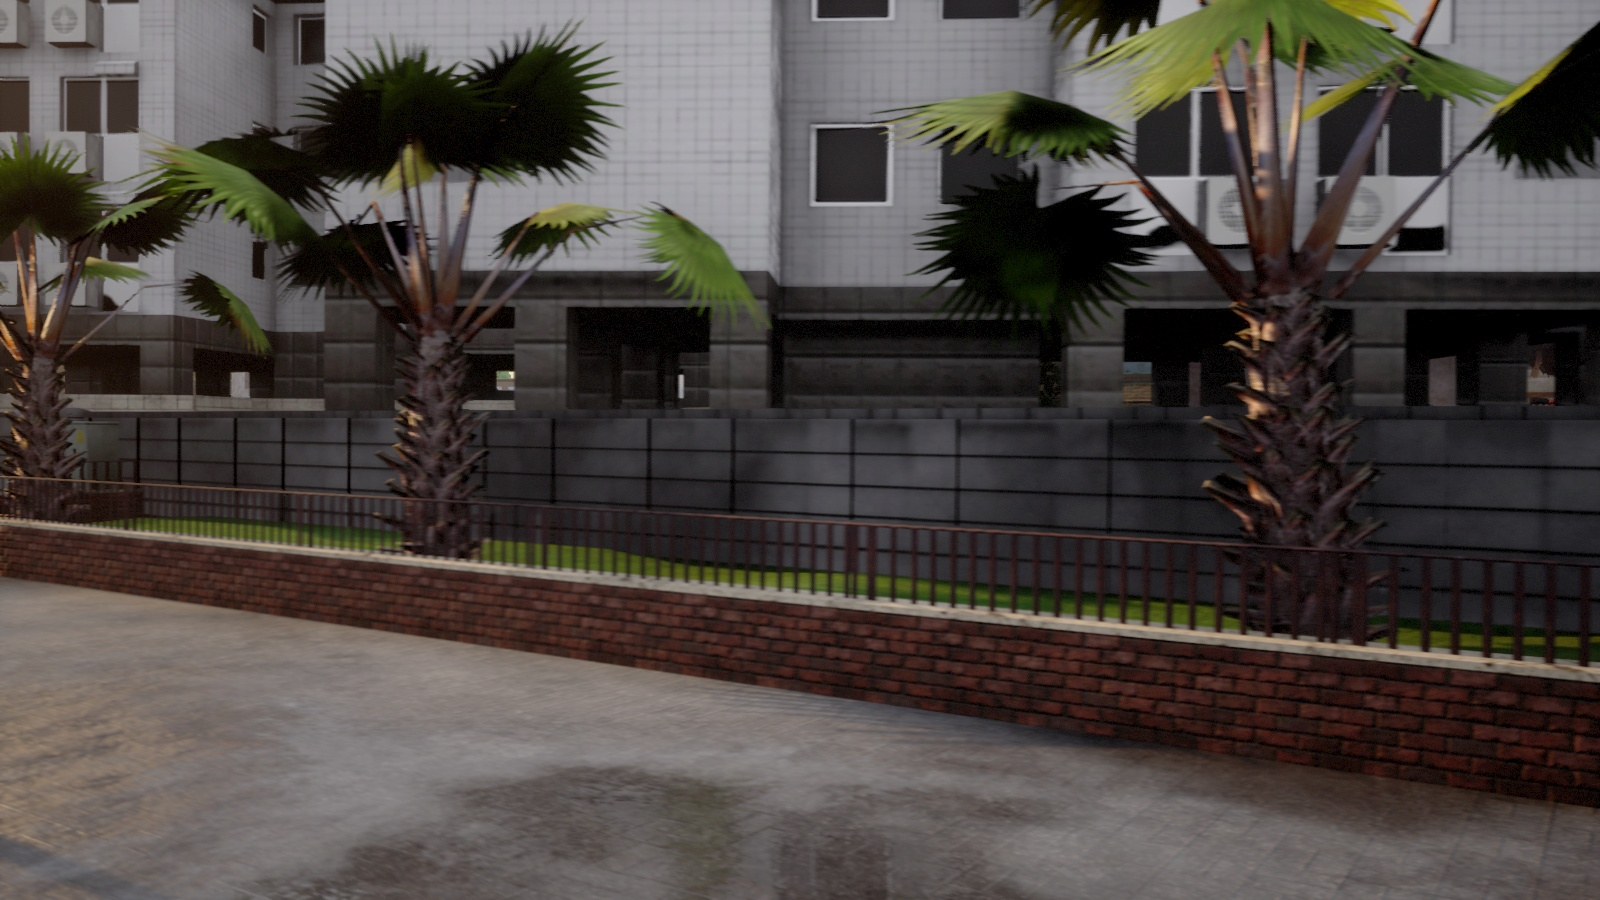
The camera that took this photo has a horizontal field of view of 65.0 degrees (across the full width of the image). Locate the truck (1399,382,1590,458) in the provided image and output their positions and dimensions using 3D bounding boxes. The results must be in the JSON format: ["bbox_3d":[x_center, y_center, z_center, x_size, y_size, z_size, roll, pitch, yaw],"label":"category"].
[{"bbox_3d":[33.658,-1.387,60.991,7.936,3.462,2.891,0,1,34],"label":"truck"}]
